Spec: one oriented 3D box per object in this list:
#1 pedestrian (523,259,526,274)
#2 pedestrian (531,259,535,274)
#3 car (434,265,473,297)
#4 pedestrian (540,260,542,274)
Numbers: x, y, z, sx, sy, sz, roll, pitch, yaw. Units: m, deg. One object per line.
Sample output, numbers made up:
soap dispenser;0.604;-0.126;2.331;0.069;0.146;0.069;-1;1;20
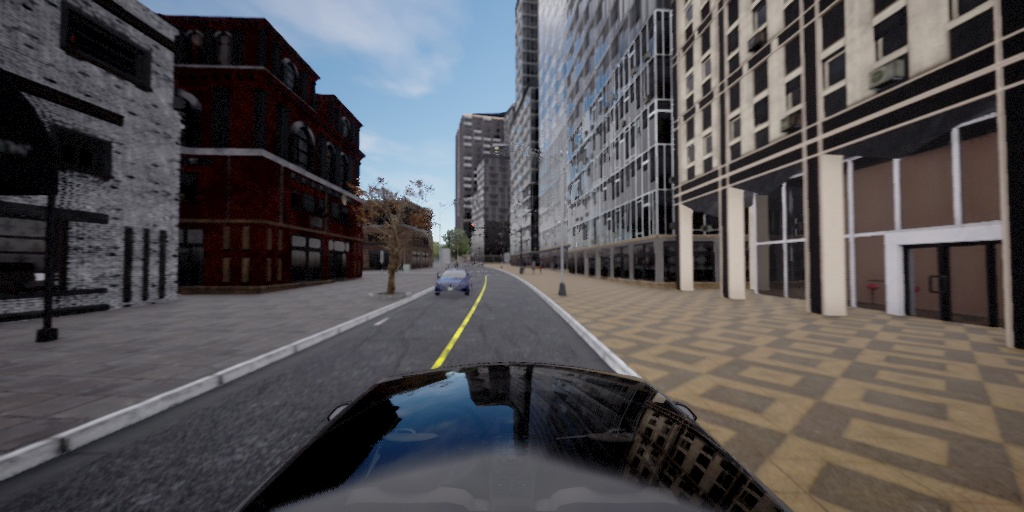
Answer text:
pedestrian;1.564;1.316;45.493;0.375;1.860;0.375;1;-2;-5
pedestrian;2.662;1.312;44.383;0.375;1.860;0.375;1;-2;-5
car;-3.264;1.465;20.821;1.812;1.442;4.674;0;-1;-2
pedestrian;3.608;1.330;45.065;0.375;1.860;0.375;1;-2;-5
